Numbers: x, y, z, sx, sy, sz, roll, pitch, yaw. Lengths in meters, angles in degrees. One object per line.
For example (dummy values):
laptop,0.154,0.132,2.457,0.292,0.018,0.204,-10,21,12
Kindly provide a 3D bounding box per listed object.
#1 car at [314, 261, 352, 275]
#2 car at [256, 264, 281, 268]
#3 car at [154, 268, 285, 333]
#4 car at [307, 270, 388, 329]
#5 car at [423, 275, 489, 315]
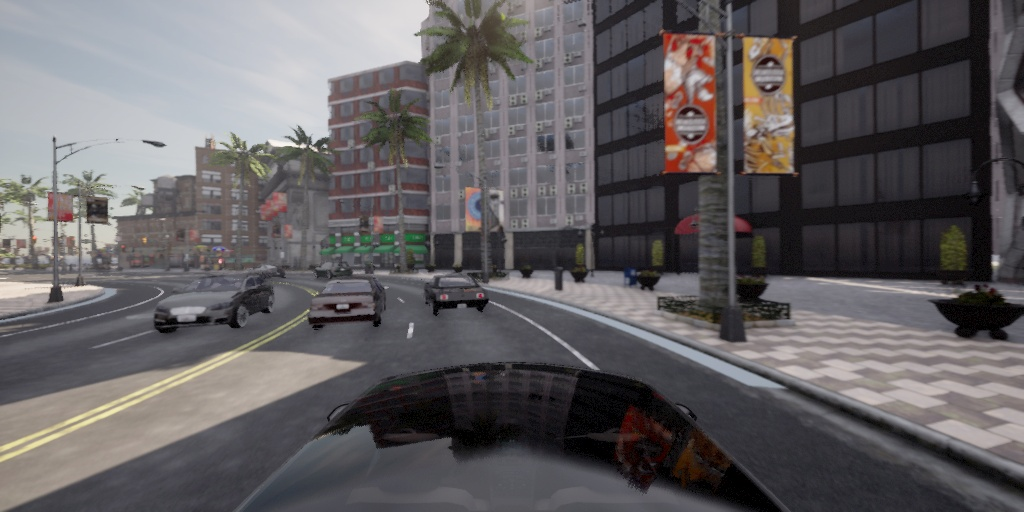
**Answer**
car,-17.309,1.295,34.592,4.553,1.767,2.097,-1,0,41
car,-24.117,1.541,35.275,4.674,1.442,1.812,-1,0,33
car,-9.151,1.342,11.471,2.128,1.511,4.902,-1,0,-20
car,-5.126,1.355,11.632,2.033,1.411,5.357,-1,0,-18
car,-2.369,1.380,14.004,1.895,1.301,4.718,-1,0,-19
